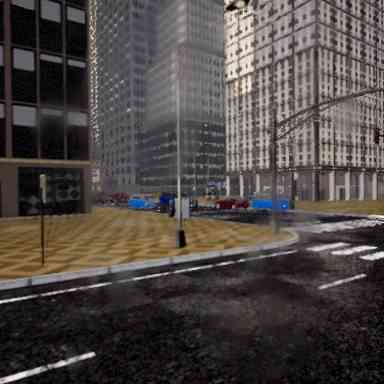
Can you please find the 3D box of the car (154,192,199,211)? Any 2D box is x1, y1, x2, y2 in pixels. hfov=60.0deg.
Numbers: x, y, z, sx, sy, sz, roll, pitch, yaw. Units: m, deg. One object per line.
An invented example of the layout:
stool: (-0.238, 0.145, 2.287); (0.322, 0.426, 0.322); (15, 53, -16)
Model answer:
car: (-1.496, 0.988, 35.844); (2.150, 2.045, 5.566); (-1, 1, -34)

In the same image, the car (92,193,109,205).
car: (-14.888, 1.268, 51.032); (1.947, 1.339, 4.313); (-1, 1, -34)

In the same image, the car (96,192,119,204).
car: (-14.521, 1.197, 55.275); (2.033, 1.411, 5.357); (-1, 1, -34)

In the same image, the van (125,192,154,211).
van: (-5.579, 1.125, 37.266); (1.690, 1.788, 3.998); (-1, 1, -34)

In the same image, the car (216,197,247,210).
car: (4.484, 1.245, 37.389); (1.887, 1.381, 4.507); (-1, 1, -34)

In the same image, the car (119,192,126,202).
car: (-11.051, 1.108, 60.315); (1.887, 1.381, 4.507); (-1, 1, -34)

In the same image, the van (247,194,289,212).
van: (7.661, 1.067, 32.851); (1.690, 1.788, 3.998); (-1, 1, -34)

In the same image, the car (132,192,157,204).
car: (-7.949, 0.906, 55.724); (2.192, 1.841, 5.009); (-1, 1, -34)
